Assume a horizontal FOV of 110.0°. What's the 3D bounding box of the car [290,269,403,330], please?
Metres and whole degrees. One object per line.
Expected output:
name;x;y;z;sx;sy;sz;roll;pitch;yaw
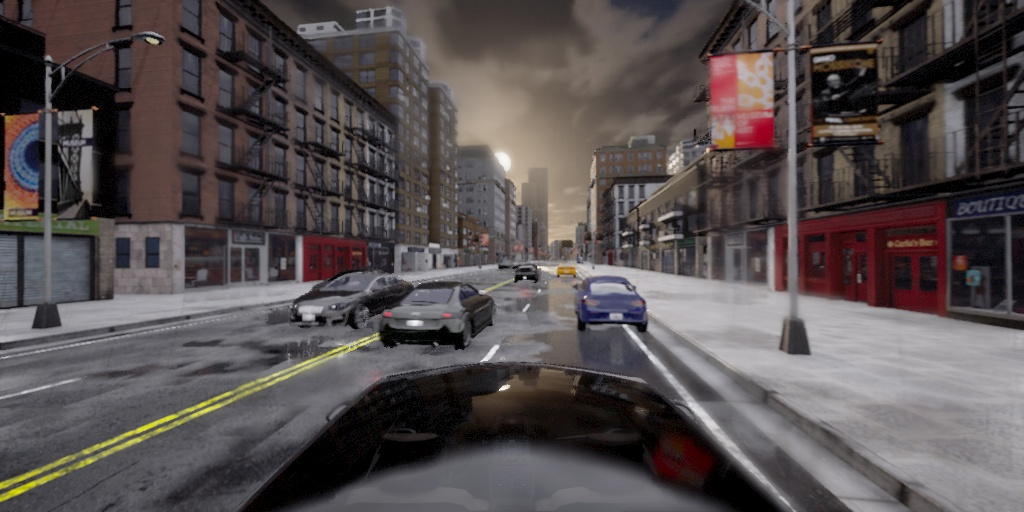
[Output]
car;-4.857;1.323;11.626;2.128;1.511;4.902;0;0;8

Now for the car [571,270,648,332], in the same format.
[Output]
car;2.877;1.324;11.028;1.812;1.442;4.674;0;0;8

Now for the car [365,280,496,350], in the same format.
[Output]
car;-1.701;1.369;9.375;1.994;1.385;4.181;0;0;8

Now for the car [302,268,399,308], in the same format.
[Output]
car;-7.351;1.378;16.969;1.837;1.490;4.892;0;0;8

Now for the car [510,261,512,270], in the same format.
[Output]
car;1.294;1.660;53.211;1.895;1.301;4.718;0;0;8

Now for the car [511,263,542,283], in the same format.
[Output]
car;1.353;1.424;30.043;1.837;1.490;4.892;0;0;8

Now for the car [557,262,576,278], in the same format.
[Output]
car;5.690;1.425;37.423;1.882;1.535;5.008;0;0;9

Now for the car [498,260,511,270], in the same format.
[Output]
car;-1.032;1.457;59.602;2.097;1.767;4.553;0;0;9
